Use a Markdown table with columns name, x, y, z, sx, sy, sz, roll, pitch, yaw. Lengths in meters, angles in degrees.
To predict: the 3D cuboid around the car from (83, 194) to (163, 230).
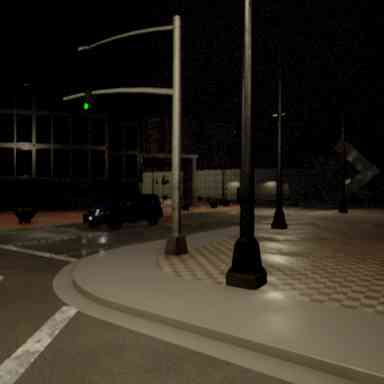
| name | x | y | z | sx | sy | sz | roll | pitch | yaw |
| --- | --- | --- | --- | --- | --- | --- | --- | --- | --- |
| car | -4.189 | 1.145 | 21.180 | 2.150 | 2.045 | 5.566 | 0 | 0 | 35 |
